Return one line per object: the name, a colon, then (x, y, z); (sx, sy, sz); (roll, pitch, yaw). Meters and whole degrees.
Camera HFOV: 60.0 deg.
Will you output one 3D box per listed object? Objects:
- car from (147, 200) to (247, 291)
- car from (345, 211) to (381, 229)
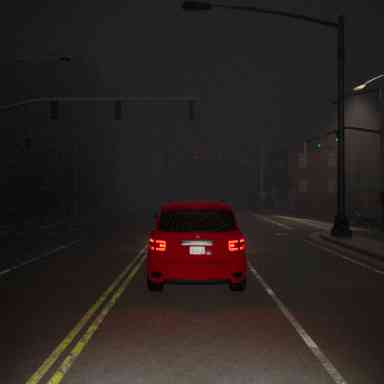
car: (0.098, 1.221, 9.118); (2.150, 2.045, 5.566); (0, 0, 0)
car: (15.426, 2.488, 29.717); (4.902, 1.511, 2.128); (8, 0, 0)
